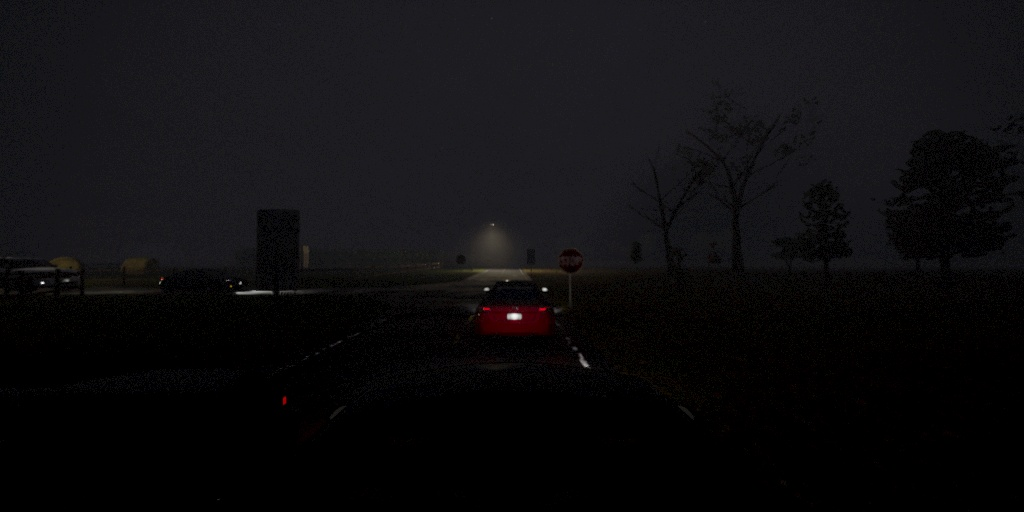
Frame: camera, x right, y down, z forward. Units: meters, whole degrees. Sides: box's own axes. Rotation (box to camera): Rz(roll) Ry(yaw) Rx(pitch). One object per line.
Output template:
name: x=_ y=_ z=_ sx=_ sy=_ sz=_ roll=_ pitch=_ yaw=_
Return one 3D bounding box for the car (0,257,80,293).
car: x=-28.711 y=1.062 z=20.845 sx=5.566 sy=2.045 sz=2.150 roll=0 pitch=-1 yaw=-2

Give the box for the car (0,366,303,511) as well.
car: x=-2.794 y=1.290 z=0.814 sx=2.033 sy=1.411 sz=5.357 roll=0 pitch=0 yaw=0

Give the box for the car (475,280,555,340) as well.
car: x=0.098 y=1.378 z=10.249 sx=1.994 sy=1.385 sz=4.181 roll=0 pitch=0 yaw=1

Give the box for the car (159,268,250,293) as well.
car: x=-18.035 y=1.421 z=21.144 sx=4.181 sy=1.385 sz=1.994 roll=0 pitch=-1 yaw=-2
